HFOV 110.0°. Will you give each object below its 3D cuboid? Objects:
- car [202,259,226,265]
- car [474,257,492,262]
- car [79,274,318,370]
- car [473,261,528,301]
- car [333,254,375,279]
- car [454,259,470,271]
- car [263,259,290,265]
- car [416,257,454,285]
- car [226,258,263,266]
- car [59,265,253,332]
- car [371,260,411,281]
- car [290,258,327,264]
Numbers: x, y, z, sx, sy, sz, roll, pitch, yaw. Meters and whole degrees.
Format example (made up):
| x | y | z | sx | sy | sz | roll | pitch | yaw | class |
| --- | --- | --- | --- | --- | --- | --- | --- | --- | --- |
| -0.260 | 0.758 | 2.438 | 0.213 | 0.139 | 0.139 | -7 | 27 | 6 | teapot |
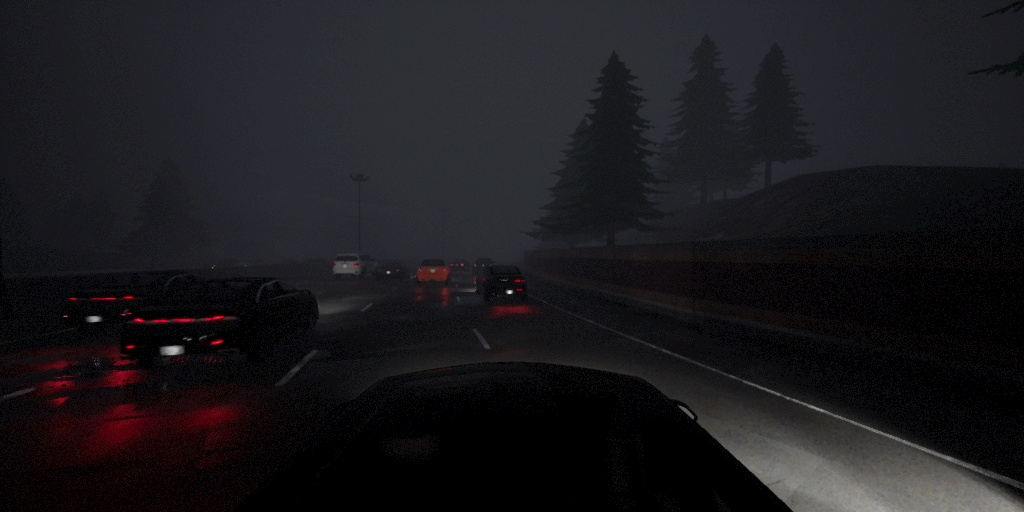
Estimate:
| x | y | z | sx | sy | sz | roll | pitch | yaw | class |
| --- | --- | --- | --- | --- | --- | --- | --- | --- | --- |
| -34.518 | 1.039 | 42.891 | 1.837 | 1.490 | 4.892 | 0 | 0 | 1 | car |
| -2.687 | 0.923 | 35.002 | 2.097 | 1.767 | 4.553 | 0 | 0 | -3 | car |
| -5.766 | 1.209 | 7.808 | 2.128 | 1.511 | 4.902 | 0 | 0 | -14 | car |
| -0.575 | 1.173 | 16.807 | 1.837 | 1.490 | 4.892 | 0 | 0 | -11 | car |
| -12.918 | 0.820 | 29.909 | 2.150 | 2.045 | 5.566 | 0 | 0 | -5 | car |
| -6.337 | 1.067 | 44.102 | 2.033 | 1.411 | 5.357 | 0 | 0 | 1 | car |
| -27.508 | 1.056 | 43.655 | 1.812 | 1.442 | 4.674 | 0 | 0 | 1 | car |
| -5.370 | 0.975 | 25.094 | 2.097 | 1.767 | 4.553 | 0 | 0 | -7 | car |
| -31.019 | 1.056 | 42.796 | 1.812 | 1.442 | 4.674 | 0 | 0 | 1 | car |
| -9.983 | 1.195 | 10.466 | 2.128 | 1.511 | 4.902 | 0 | 0 | -13 | car |
| -9.207 | 1.171 | 28.098 | 1.994 | 1.385 | 4.181 | 0 | 0 | -6 | car |
| -24.014 | 1.039 | 43.211 | 1.837 | 1.490 | 4.892 | 0 | 0 | 1 | car |
